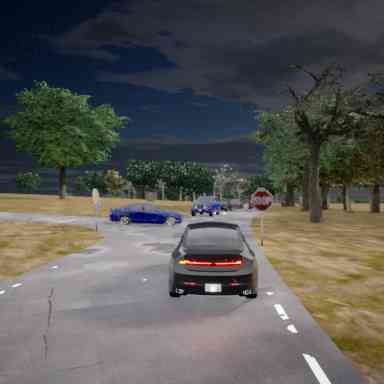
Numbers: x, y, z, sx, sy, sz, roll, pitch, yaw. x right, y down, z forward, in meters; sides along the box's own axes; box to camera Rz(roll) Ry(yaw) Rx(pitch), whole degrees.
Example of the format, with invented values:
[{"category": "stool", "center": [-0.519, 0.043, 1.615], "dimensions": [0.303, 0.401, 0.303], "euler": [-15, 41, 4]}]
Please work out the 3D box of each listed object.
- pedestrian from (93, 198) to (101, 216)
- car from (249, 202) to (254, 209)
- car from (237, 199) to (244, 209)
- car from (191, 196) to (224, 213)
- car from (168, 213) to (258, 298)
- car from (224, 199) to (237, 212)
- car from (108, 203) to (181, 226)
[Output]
[{"category": "pedestrian", "center": [-8.095, 1.099, 28.436], "dimensions": [0.375, 1.860, 0.375], "euler": [0, -4, 7]}, {"category": "car", "center": [10.534, 2.031, 54.900], "dimensions": [1.882, 1.535, 5.008], "euler": [0, -1, 16]}, {"category": "car", "center": [7.221, 1.910, 54.822], "dimensions": [2.097, 1.767, 4.553], "euler": [0, -1, 16]}, {"category": "car", "center": [1.518, 1.456, 35.052], "dimensions": [2.150, 2.045, 5.566], "euler": [0, -1, 15]}, {"category": "car", "center": [0.529, 1.510, 8.513], "dimensions": [1.837, 1.490, 4.892], "euler": [0, 0, 3]}, {"category": "car", "center": [4.279, 1.943, 44.935], "dimensions": [2.033, 1.411, 5.357], "euler": [0, -1, 17]}, {"category": "car", "center": [-3.181, 1.517, 22.857], "dimensions": [5.008, 1.535, 1.882], "euler": [2, 1, -13]}]
